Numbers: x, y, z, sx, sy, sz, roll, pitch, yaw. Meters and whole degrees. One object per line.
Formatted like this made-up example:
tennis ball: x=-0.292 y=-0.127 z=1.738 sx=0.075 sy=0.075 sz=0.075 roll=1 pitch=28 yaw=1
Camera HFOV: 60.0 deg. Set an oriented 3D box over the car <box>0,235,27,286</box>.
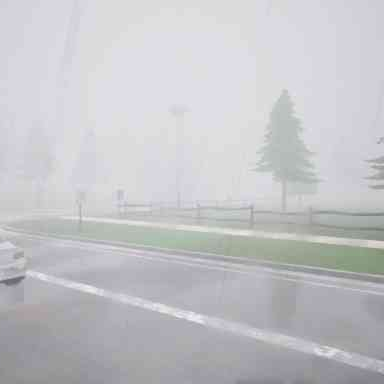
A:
car: x=-5.848 y=1.526 z=8.115 sx=4.674 sy=1.442 sz=1.812 roll=0 pitch=0 yaw=36
